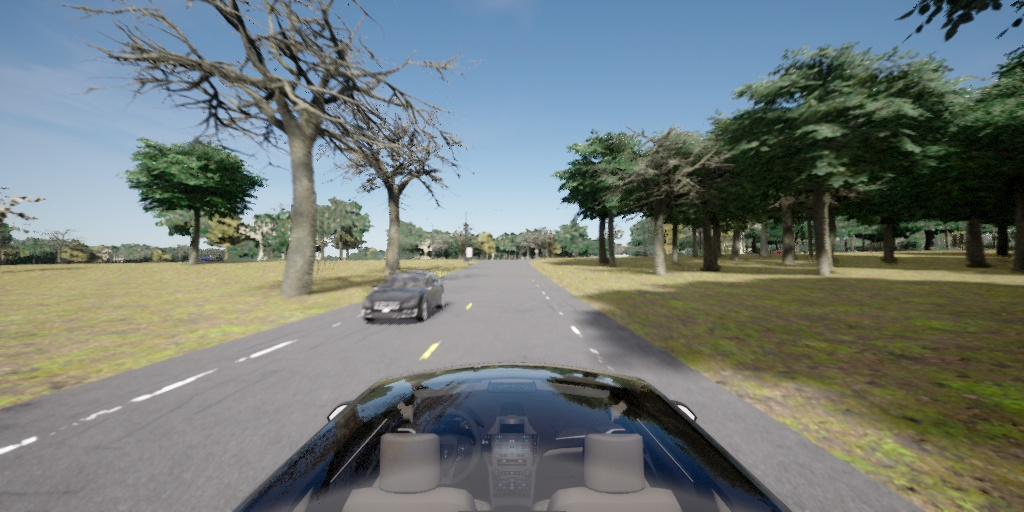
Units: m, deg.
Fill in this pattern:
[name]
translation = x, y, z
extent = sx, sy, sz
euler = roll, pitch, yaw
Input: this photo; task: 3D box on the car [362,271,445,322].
[car]
translation = -3.600, 1.309, 12.681
extent = 1.837, 1.490, 4.892
euler = 0, 0, 0
